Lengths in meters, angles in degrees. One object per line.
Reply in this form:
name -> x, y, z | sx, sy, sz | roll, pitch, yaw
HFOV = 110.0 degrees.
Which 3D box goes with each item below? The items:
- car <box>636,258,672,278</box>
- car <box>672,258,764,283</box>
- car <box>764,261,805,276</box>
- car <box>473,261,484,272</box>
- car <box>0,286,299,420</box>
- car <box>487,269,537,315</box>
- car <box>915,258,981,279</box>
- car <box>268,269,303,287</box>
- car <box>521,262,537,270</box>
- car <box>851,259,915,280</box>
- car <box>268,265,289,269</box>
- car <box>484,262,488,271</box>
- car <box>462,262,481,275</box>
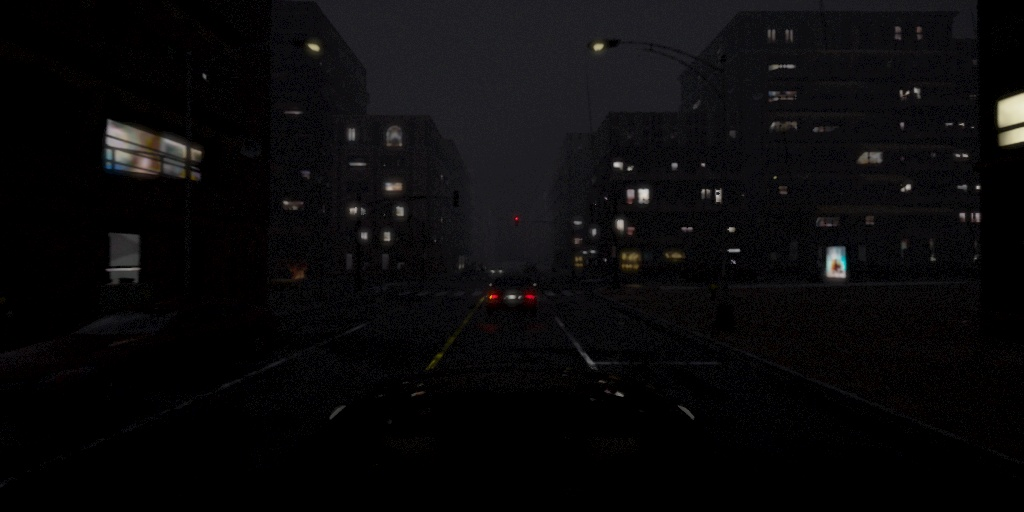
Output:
car -> 14.608, 1.111, 34.281 | 5.009, 1.841, 2.192 | 0, 0, 0
car -> 14.734, 1.035, 25.902 | 5.009, 1.841, 2.192 | 0, 0, 0
car -> 25.700, 1.170, 34.369 | 4.207, 1.307, 1.802 | 0, 0, 0
car -> -5.638, 1.849, 53.474 | 1.751, 1.417, 4.829 | 0, 0, 0
car -> -5.737, 1.378, 5.941 | 1.802, 1.307, 4.207 | 0, 0, 0
car -> 0.023, 1.434, 14.376 | 2.033, 1.411, 5.357 | 0, -1, 1
car -> 31.375, 0.974, 26.033 | 4.313, 1.339, 1.948 | 0, 0, 0
car -> -17.606, 1.847, 25.645 | 4.829, 1.417, 1.751 | 0, 0, 0
car -> 2.743, 1.762, 53.637 | 1.967, 1.591, 4.097 | 0, 0, 0
car -> 25.828, 1.079, 25.989 | 4.313, 1.339, 1.948 | 0, 0, 0
car -> -23.566, 1.815, 33.946 | 5.009, 1.841, 2.192 | 0, 0, 0
car -> -5.632, 1.703, 59.325 | 2.192, 1.841, 5.009 | 0, 0, 0
car -> -5.643, 1.825, 47.961 | 1.948, 1.339, 4.313 | 0, 0, 0
